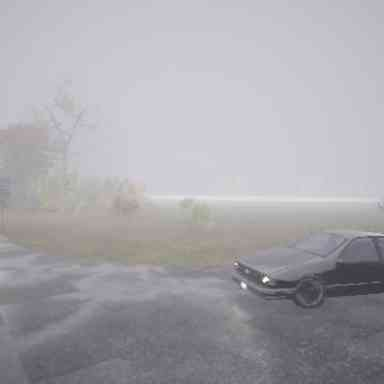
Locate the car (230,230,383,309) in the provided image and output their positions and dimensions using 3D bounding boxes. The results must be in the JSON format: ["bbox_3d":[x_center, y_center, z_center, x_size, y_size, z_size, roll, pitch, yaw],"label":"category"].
[{"bbox_3d":[3.670,1.628,7.805,5.357,1.411,2.033,1,-1,-16],"label":"car"}]
